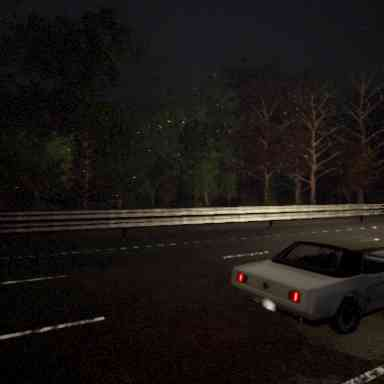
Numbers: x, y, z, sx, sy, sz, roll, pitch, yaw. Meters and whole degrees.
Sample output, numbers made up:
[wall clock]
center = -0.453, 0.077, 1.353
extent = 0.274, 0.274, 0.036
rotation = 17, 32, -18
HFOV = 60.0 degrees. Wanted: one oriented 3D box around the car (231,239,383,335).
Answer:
[car]
center = 3.207, 1.632, 6.742
extent = 4.718, 1.301, 1.895
rotation = 0, 0, -31
